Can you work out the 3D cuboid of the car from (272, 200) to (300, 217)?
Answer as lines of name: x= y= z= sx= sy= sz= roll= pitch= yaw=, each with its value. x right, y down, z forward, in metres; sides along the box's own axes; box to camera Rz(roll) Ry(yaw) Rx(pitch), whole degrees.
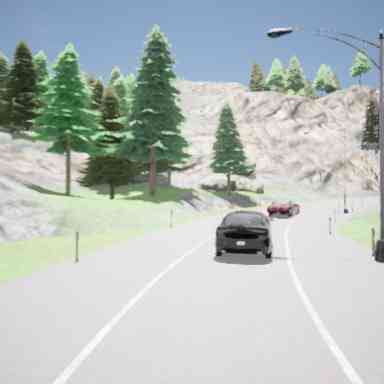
car: x=7.886 y=1.336 z=28.281 sx=1.895 sy=1.301 sz=4.718 roll=0 pitch=1 yaw=29

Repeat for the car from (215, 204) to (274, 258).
car: x=2.091 y=1.442 z=12.830 sx=1.882 sy=1.535 sz=5.008 roll=0 pitch=0 yaw=13
